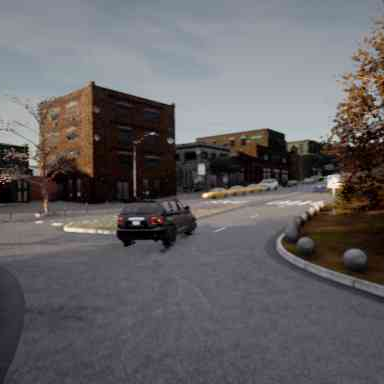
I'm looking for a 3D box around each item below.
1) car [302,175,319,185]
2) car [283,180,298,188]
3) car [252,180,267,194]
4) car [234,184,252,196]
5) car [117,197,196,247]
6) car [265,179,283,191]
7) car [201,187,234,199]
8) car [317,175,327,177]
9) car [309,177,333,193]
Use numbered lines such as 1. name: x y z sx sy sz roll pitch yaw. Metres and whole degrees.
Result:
1. car: 27.313 -2.469 78.011 2.231 1.521 4.892 -1 3 38
2. car: 20.507 -1.695 69.292 2.163 1.488 4.792 -1 3 38
3. car: 10.163 -0.593 56.029 1.946 1.575 5.366 -1 3 38
4. car: 6.773 -0.222 51.683 1.946 1.575 5.366 -1 3 38
5. car: -1.468 1.262 15.543 2.150 2.045 5.566 -2 0 15
6. car: 13.718 -1.232 60.586 2.435 2.045 5.566 -1 3 38
7. car: 3.376 0.153 47.344 1.946 1.575 5.366 -1 3 38
8. car: 30.668 -3.090 82.319 2.435 2.045 5.566 -1 3 38
9. car: 19.375 -0.815 48.854 2.097 1.767 4.553 -1 3 38
